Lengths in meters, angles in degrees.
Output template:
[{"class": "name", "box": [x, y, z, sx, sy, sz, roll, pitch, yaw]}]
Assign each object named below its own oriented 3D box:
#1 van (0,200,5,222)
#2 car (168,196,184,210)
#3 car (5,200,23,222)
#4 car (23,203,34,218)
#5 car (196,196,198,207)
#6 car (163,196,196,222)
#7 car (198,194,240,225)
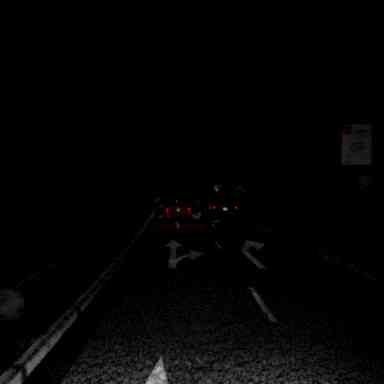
[{"class": "van", "box": [-14.523, 1.214, 20.657, 4.442, 1.987, 1.878, 0, 0, -5]}, {"class": "car", "box": [-1.910, 1.283, 41.496, 1.882, 1.535, 5.008, 0, 1, -1]}, {"class": "car", "box": [-14.890, 1.298, 23.394, 4.553, 1.767, 2.185, 0, 0, -5]}, {"class": "car", "box": [-15.071, 1.406, 26.144, 4.892, 1.521, 2.231, 0, 0, -5]}, {"class": "car", "box": [0.964, 1.290, 41.846, 2.128, 1.511, 4.902, 0, 1, -1]}, {"class": "car", "box": [-1.099, 1.275, 25.506, 2.097, 1.767, 4.553, 0, 0, -4]}, {"class": "car", "box": [1.918, 1.147, 23.532, 2.150, 2.045, 5.566, 0, 0, -4]}]
